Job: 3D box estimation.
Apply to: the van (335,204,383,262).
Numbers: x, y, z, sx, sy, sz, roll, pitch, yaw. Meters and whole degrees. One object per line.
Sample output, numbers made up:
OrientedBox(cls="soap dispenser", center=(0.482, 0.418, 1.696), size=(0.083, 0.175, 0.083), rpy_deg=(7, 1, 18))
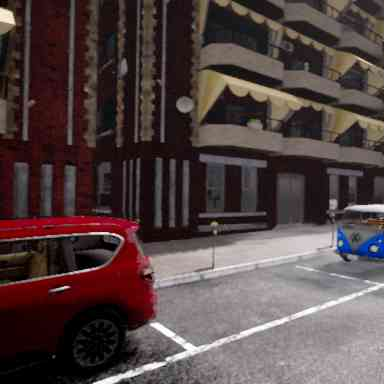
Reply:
OrientedBox(cls="van", center=(6.196, 1.290, 10.489), size=(3.998, 1.788, 1.690), rpy_deg=(0, 2, -35))

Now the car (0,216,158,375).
OrientedBox(cls="car", center=(-2.807, 1.316, 4.066), size=(5.009, 1.841, 2.192), rpy_deg=(0, 2, -35))
